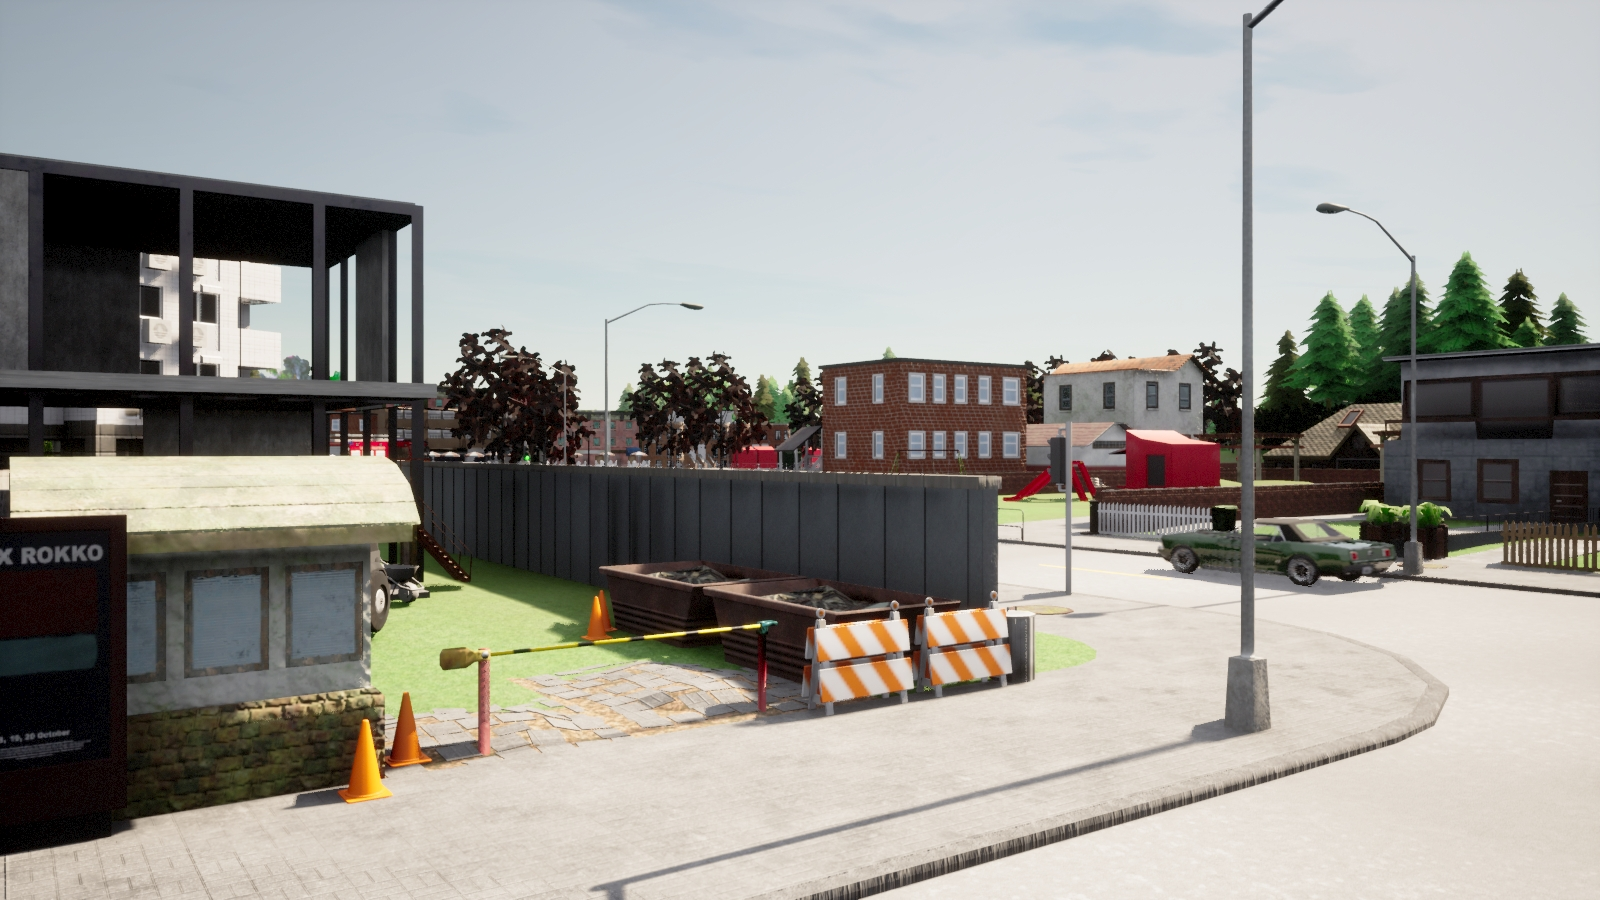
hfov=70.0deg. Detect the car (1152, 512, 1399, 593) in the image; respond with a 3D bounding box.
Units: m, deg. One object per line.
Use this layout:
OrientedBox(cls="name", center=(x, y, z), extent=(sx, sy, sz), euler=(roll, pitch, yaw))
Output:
OrientedBox(cls="car", center=(10.207, 2.146, 24.891), extent=(1.895, 1.301, 4.718), euler=(0, 0, -34))
